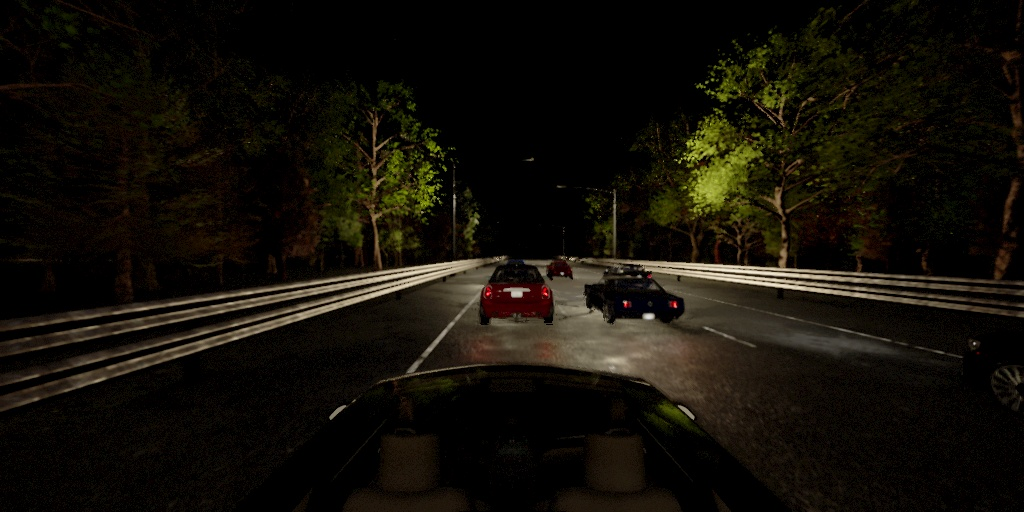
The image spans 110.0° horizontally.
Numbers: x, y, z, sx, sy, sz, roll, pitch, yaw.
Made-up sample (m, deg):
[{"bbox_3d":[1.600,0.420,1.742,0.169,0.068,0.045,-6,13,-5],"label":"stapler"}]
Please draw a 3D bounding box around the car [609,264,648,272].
[{"bbox_3d":[7.237,1.188,22.829,2.033,1.411,5.357,0,0,1],"label":"car"}]

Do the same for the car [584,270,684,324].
[{"bbox_3d":[3.641,1.300,11.711,1.895,1.301,4.718,0,0,0],"label":"car"}]

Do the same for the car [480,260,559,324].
[{"bbox_3d":[0.145,1.048,11.898,2.097,1.767,4.553,0,0,0],"label":"car"}]

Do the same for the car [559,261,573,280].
[{"bbox_3d":[3.824,1.128,29.361,1.812,1.442,4.674,0,0,1],"label":"car"}]

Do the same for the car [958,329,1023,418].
[{"bbox_3d":[7.106,1.239,2.875,2.128,1.511,4.902,0,0,0],"label":"car"}]

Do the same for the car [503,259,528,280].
[{"bbox_3d":[0.333,1.076,29.892,1.882,1.535,5.008,0,0,1],"label":"car"}]
